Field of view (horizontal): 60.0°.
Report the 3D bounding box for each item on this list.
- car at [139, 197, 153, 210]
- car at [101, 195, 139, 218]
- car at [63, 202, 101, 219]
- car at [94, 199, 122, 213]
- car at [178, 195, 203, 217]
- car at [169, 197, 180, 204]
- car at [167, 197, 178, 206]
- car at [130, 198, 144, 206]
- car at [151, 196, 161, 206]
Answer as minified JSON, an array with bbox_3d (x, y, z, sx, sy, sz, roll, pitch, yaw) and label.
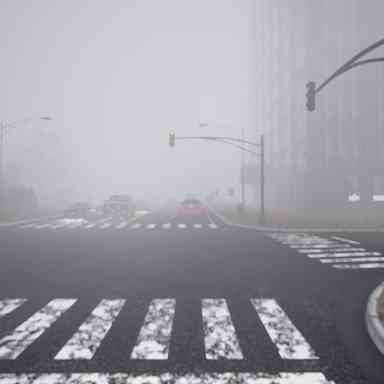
[{"bbox_3d":[-6.784,1.687,43.966,1.895,1.301,4.718,0,0,0],"label":"car"},{"bbox_3d":[-6.731,1.267,30.994,2.150,2.045,5.566,0,0,0],"label":"car"},{"bbox_3d":[-9.975,1.606,29.906,1.994,1.385,4.181,0,0,0],"label":"car"},{"bbox_3d":[-10.019,1.619,39.993,2.033,1.411,5.357,0,0,0],"label":"car"},{"bbox_3d":[-0.037,1.399,32.180,2.097,1.767,4.553,0,0,0],"label":"car"},{"bbox_3d":[-3.552,1.776,69.493,2.033,1.411,5.357,0,0,0],"label":"car"},{"bbox_3d":[-3.508,1.687,59.490,1.812,1.442,4.674,0,0,0],"label":"car"},{"bbox_3d":[-10.053,1.734,61.037,1.994,1.385,4.181,0,0,0],"label":"car"},{"bbox_3d":[-6.804,1.516,60.181,2.097,1.767,4.553,0,0,0],"label":"car"}]
